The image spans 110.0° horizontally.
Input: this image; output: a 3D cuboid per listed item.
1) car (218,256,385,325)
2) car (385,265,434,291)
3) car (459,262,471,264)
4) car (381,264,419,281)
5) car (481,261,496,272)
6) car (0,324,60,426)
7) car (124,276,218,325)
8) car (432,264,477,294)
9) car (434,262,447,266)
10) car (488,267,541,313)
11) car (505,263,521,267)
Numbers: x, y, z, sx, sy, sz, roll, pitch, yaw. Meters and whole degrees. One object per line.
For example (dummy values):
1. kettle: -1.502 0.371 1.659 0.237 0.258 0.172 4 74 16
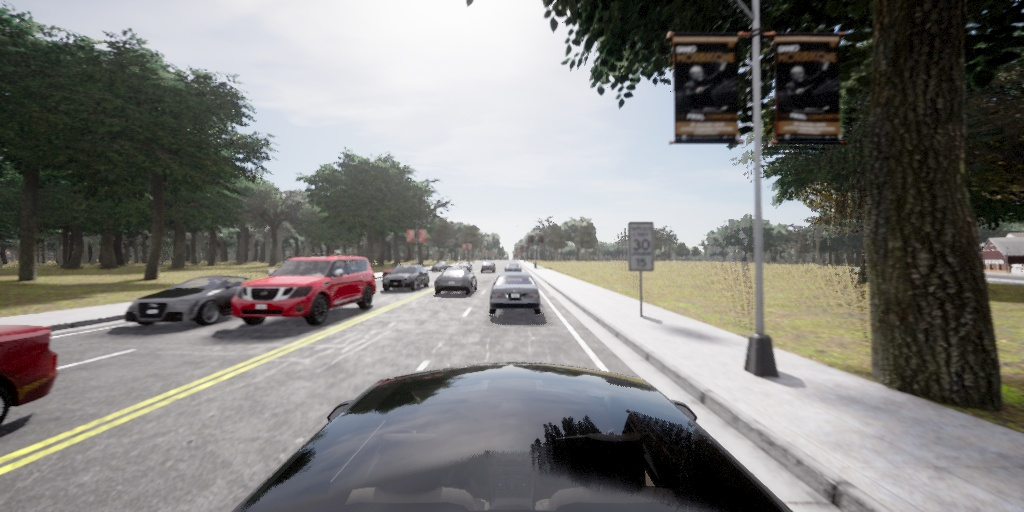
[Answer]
1. car: -6.598 1.005 12.289 2.150 2.045 5.566 0 0 1
2. car: -6.572 1.318 22.671 1.837 1.490 4.892 0 0 0
3. car: -6.490 1.482 49.456 2.033 1.411 5.357 0 0 0
4. car: -9.798 1.438 31.832 1.895 1.301 4.718 0 0 1
5. car: -3.133 1.423 48.019 2.033 1.411 5.357 0 0 -1
6. car: -6.593 1.229 2.288 1.882 1.535 5.008 0 0 0
7. car: -9.833 1.345 11.810 1.994 1.385 4.181 0 0 0
8. car: -3.145 1.372 20.719 1.994 1.385 4.181 0 0 0
9. car: -9.740 1.480 49.457 1.994 1.385 4.181 0 0 0
10. car: 0.105 1.337 14.106 2.033 1.411 5.357 0 0 0
11. car: 0.108 1.395 35.403 2.033 1.411 5.357 0 0 0
